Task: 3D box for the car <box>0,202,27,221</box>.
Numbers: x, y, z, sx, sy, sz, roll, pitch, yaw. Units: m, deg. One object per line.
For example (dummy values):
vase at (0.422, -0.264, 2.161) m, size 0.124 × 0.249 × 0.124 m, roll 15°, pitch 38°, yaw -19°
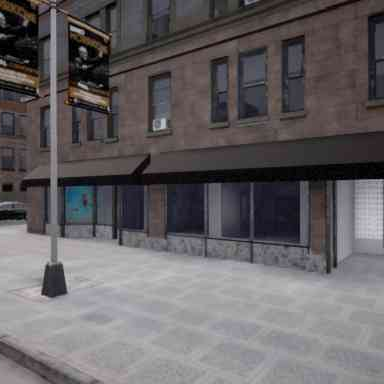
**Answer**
car at (-14.158, 1.545, 25.258) m, size 1.837 × 1.490 × 4.892 m, roll 0°, pitch 0°, yaw 37°
